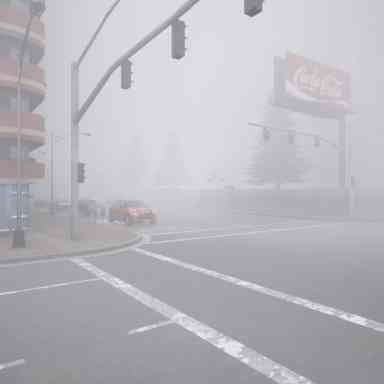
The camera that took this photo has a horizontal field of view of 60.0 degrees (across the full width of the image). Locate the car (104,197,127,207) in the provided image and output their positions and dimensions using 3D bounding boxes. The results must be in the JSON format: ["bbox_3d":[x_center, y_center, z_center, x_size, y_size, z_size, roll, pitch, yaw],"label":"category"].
[{"bbox_3d":[-12.260,1.504,53.094,1.837,1.490,4.892,0,0,-36],"label":"car"}]

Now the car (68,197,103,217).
[{"bbox_3d":[-9.652,1.491,31.265,2.128,1.511,4.902,0,0,-36],"label":"car"}]

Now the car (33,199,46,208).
[{"bbox_3d":[-21.261,1.601,47.367,1.895,1.301,4.718,0,0,-35],"label":"car"}]

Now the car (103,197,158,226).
[{"bbox_3d":[-4.315,1.352,23.899,2.097,1.767,4.553,0,0,-36],"label":"car"}]

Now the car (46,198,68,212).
[{"bbox_3d":[-15.323,1.478,39.107,1.882,1.535,5.008,0,0,-36],"label":"car"}]
